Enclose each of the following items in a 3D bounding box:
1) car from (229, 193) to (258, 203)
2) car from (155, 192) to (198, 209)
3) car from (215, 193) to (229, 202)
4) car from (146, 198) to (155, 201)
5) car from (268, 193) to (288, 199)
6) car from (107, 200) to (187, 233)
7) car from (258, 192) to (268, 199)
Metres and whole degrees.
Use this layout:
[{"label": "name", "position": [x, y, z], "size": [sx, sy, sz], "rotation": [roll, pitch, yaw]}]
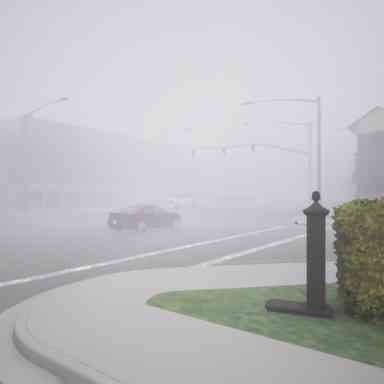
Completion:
[{"label": "car", "position": [8.285, 1.034, 53.610], "size": [1.895, 1.301, 4.718], "rotation": [0, 2, 35]}, {"label": "car", "position": [-1.484, 1.065, 39.697], "size": [2.150, 2.045, 5.566], "rotation": [0, 1, 35]}, {"label": "car", "position": [5.666, 0.912, 55.961], "size": [2.128, 1.511, 4.902], "rotation": [0, 2, 35]}, {"label": "car", "position": [-4.695, 1.418, 41.215], "size": [1.994, 1.385, 4.181], "rotation": [0, 1, 35]}, {"label": "car", "position": [17.480, 0.763, 66.556], "size": [1.895, 1.301, 4.718], "rotation": [0, 0, 35]}, {"label": "car", "position": [-2.664, 1.462, 19.563], "size": [1.882, 1.535, 5.008], "rotation": [0, 0, 35]}, {"label": "car", "position": [14.727, 0.688, 68.722], "size": [1.812, 1.442, 4.674], "rotation": [0, 0, 35]}]
